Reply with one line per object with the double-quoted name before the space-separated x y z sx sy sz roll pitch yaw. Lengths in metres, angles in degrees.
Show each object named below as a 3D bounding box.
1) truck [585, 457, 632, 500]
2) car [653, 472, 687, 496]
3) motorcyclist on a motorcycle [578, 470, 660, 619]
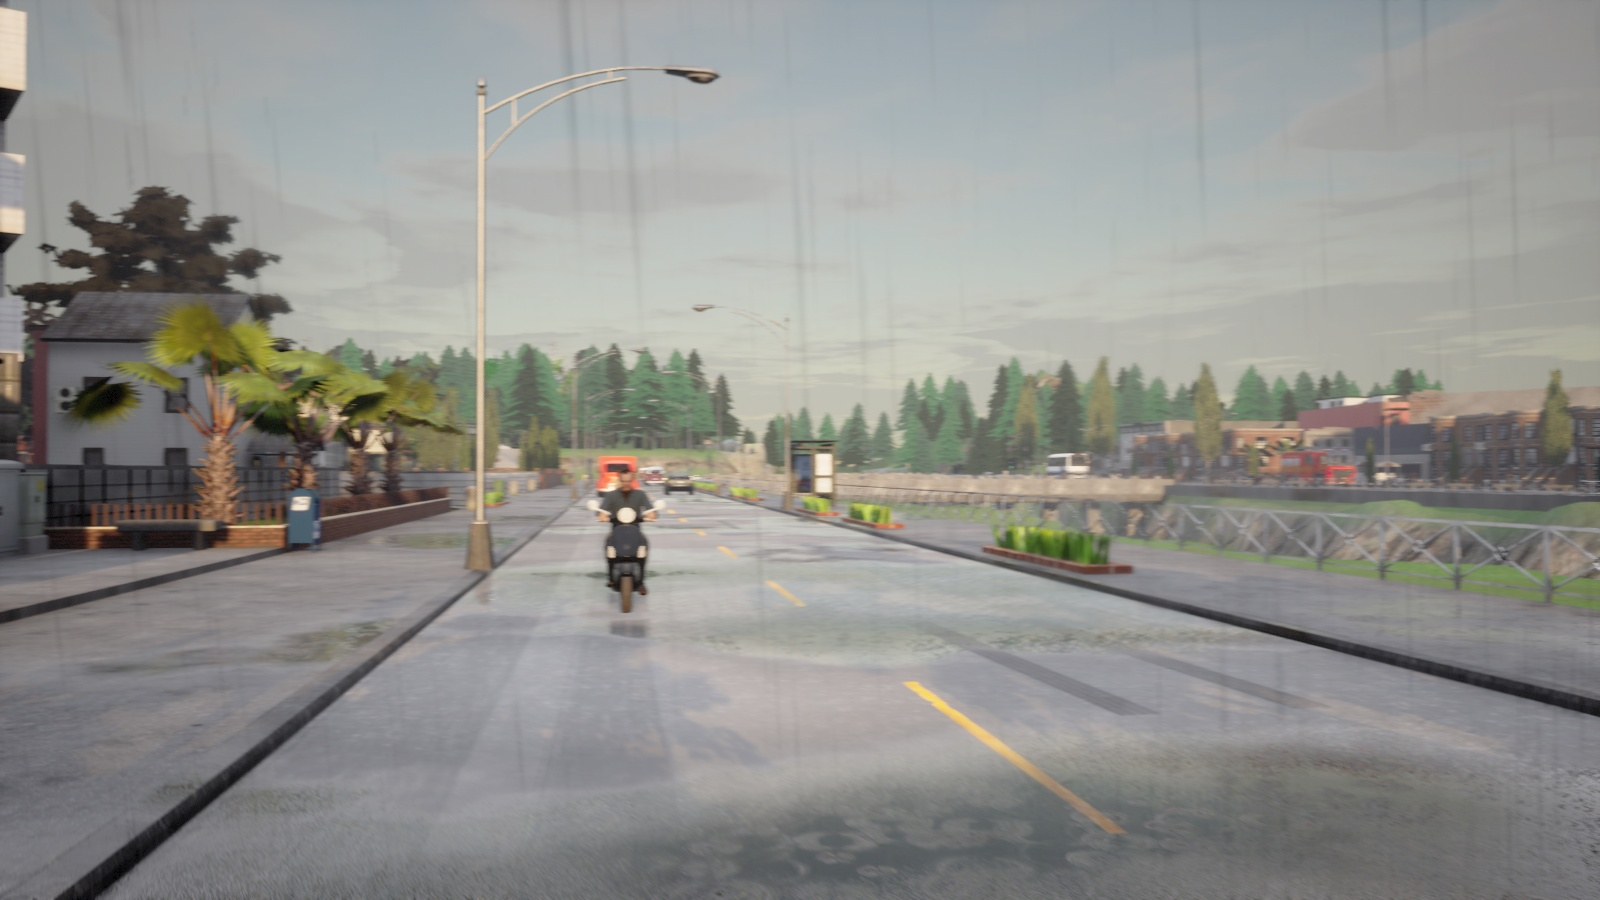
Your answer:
"truck" -11.485 1.707 75.280 2.627 2.467 5.204 0 -1 -9
"car" -8.592 2.241 82.778 2.007 1.525 4.514 0 -1 -9
"motorcyclist on a motorcycle" -2.098 1.033 14.486 0.866 1.590 1.817 0 -1 -9
